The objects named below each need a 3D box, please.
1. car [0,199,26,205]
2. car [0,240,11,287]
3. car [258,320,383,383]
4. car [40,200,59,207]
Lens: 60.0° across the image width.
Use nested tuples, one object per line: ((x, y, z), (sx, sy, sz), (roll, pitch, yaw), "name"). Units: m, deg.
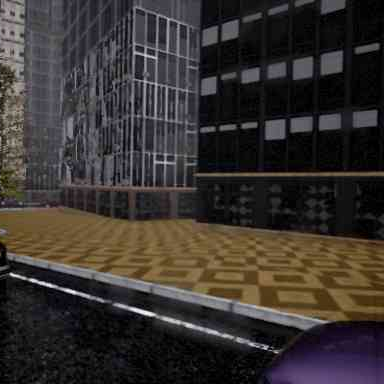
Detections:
((-33.112, 1.747, 61.307), (4.403, 1.369, 2.008), (1, 1, -34), "car")
((-6.245, 1.429, 8.014), (4.856, 1.649, 2.033), (0, 0, 35), "car")
((2.715, 1.432, 1.626), (4.856, 1.649, 2.033), (0, 0, 35), "car")
((-23.985, 1.984, 58.008), (4.507, 1.381, 1.887), (1, 1, -34), "car")
